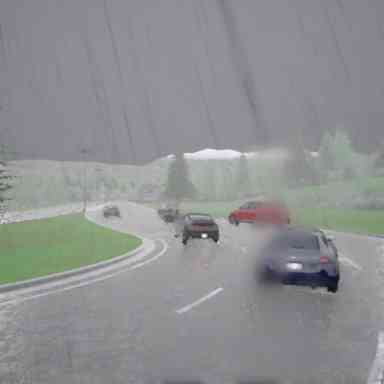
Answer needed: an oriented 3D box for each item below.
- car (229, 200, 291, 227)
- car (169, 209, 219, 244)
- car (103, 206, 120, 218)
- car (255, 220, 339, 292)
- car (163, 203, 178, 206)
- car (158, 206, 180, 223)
[{"bbox_3d":[5.012,1.665,25.215,2.150,2.045,5.566,0,-1,-26],"label":"car"},{"bbox_3d":[0.119,1.879,18.254,1.837,1.490,4.892,1,-2,-11],"label":"car"},{"bbox_3d":[-10.604,2.527,43.632,2.128,1.511,4.902,0,-1,-19],"label":"car"},{"bbox_3d":[3.098,1.721,9.581,1.994,1.385,4.181,-1,-1,21],"label":"car"},{"bbox_3d":[-2.994,2.269,43.086,2.097,1.767,4.553,0,-1,-20],"label":"car"},{"bbox_3d":[-1.075,2.218,29.561,1.895,1.301,4.718,0,-1,-26],"label":"car"}]
